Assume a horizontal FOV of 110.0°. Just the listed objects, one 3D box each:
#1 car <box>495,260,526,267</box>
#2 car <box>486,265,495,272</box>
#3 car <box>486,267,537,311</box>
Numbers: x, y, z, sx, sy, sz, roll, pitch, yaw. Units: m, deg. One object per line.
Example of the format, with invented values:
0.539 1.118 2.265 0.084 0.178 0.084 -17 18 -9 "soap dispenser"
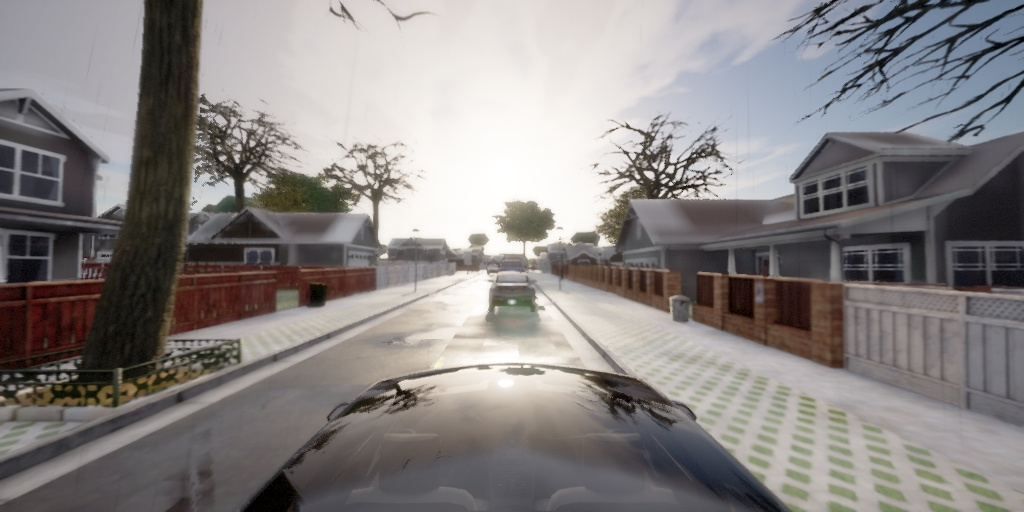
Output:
0.006 1.349 29.519 2.150 2.045 5.566 0 -1 0 "car"
-2.775 2.065 53.473 1.837 1.490 4.892 0 -2 0 "car"
0.017 1.421 15.377 1.837 1.490 4.892 0 0 0 "car"
